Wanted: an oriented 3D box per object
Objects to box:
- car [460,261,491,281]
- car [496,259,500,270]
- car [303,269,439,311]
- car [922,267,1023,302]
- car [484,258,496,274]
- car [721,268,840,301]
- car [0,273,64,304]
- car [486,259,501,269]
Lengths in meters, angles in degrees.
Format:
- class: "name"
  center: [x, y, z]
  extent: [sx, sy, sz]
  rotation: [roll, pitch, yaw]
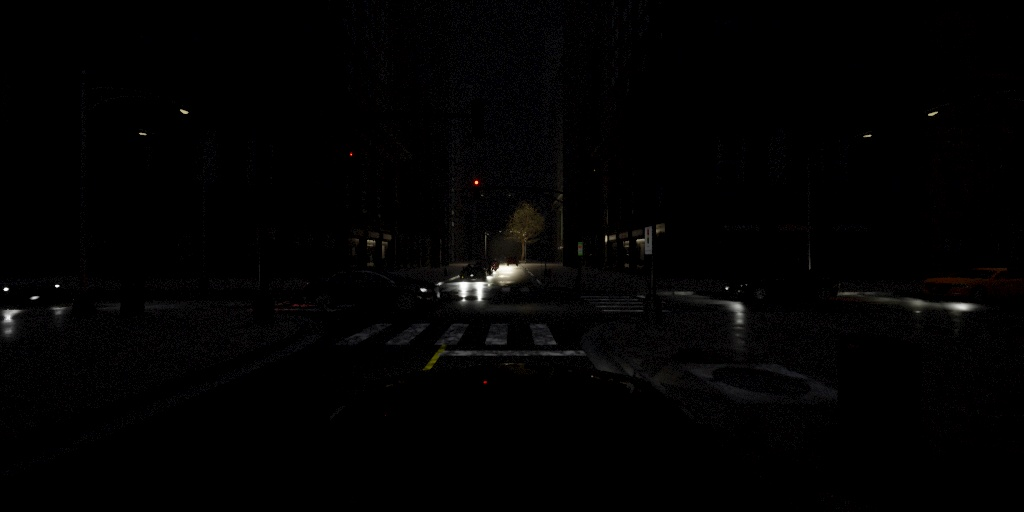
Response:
- class: "car"
  center: [-3.092, 1.314, 29.564]
  extent: [1.994, 1.385, 4.181]
  rotation: [0, 0, 0]
- class: "car"
  center: [-3.075, 1.115, 48.280]
  extent: [2.097, 1.767, 4.553]
  rotation: [0, 0, 0]
- class: "car"
  center: [-5.294, 1.234, 13.779]
  extent: [4.902, 1.511, 2.128]
  rotation: [0, 0, 0]
- class: "car"
  center: [22.545, 1.299, 16.960]
  extent: [5.008, 1.535, 1.882]
  rotation: [0, 0, 0]
- class: "car"
  center: [-3.089, 1.231, 38.634]
  extent: [1.882, 1.535, 5.008]
  rotation: [0, 0, 0]
- class: "car"
  center: [12.590, 1.297, 16.969]
  extent: [4.892, 1.490, 1.837]
  rotation: [0, 0, 0]
- class: "car"
  center: [-20.546, 1.283, 13.792]
  extent: [4.718, 1.301, 1.895]
  rotation: [0, 0, 0]
- class: "car"
  center: [-3.032, 1.268, 58.541]
  extent: [2.128, 1.511, 4.902]
  rotation: [0, 0, 0]
